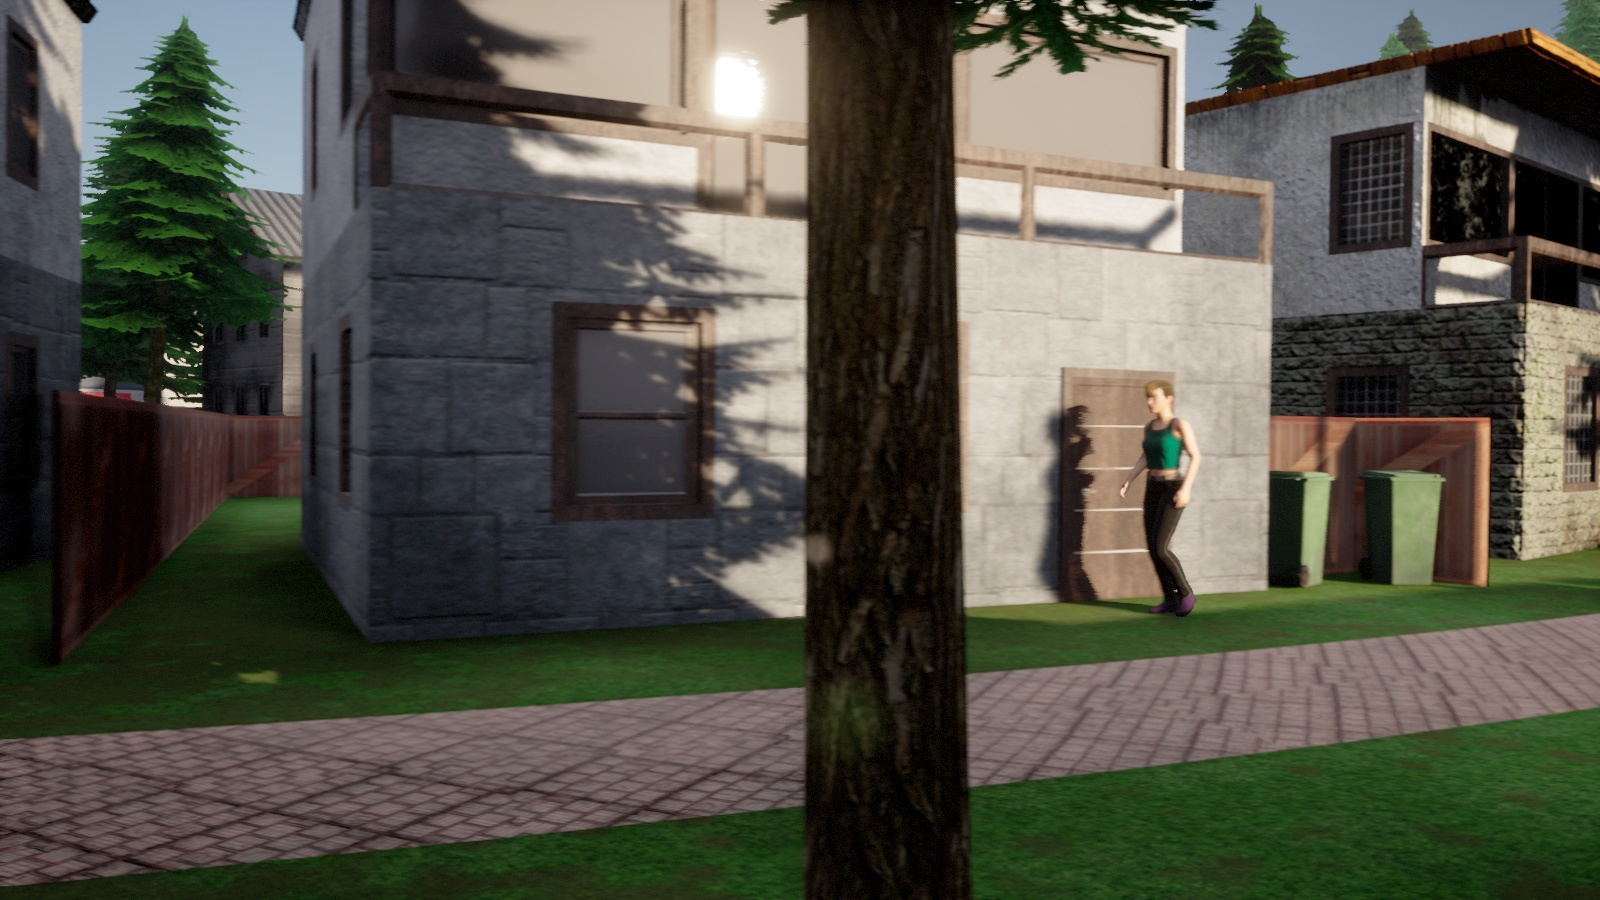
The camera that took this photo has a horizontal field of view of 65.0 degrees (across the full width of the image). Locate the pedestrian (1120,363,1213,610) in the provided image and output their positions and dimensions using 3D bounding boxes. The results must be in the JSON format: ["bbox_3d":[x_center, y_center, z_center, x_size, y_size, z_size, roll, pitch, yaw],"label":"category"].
[{"bbox_3d":[2.810,0.269,9.626,0.594,1.836,0.345,-1,1,-27],"label":"pedestrian"}]
